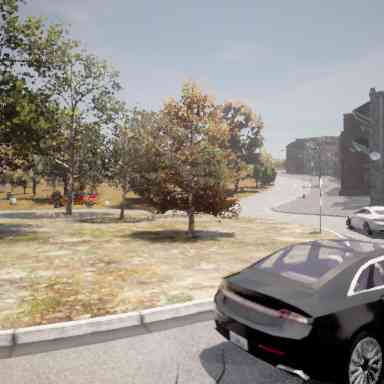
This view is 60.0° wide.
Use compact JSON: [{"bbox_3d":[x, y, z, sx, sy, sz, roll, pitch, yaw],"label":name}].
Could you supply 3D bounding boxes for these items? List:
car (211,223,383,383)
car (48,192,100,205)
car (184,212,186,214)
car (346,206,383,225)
[{"bbox_3d":[2.598,1.491,5.099,4.902,1.511,2.128,0,0,-32],"label":"car"},{"bbox_3d":[-12.992,0.828,36.887,5.566,2.045,2.150,1,0,-16],"label":"car"},{"bbox_3d":[0.889,1.564,35.314,4.902,1.511,2.128,0,-1,33],"label":"car"},{"bbox_3d":[9.994,1.507,18.119,1.812,1.442,4.674,0,0,9],"label":"car"}]
